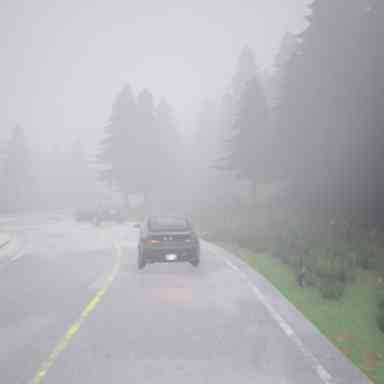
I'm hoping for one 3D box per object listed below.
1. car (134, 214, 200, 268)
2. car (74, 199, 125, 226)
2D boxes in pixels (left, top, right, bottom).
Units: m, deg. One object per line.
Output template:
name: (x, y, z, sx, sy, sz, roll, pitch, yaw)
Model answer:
car: (-0.912, 1.516, 11.436, 1.837, 1.490, 4.892, 0, 0, -8)
car: (-6.774, 1.397, 24.011, 2.097, 1.767, 4.553, 0, 0, -42)
